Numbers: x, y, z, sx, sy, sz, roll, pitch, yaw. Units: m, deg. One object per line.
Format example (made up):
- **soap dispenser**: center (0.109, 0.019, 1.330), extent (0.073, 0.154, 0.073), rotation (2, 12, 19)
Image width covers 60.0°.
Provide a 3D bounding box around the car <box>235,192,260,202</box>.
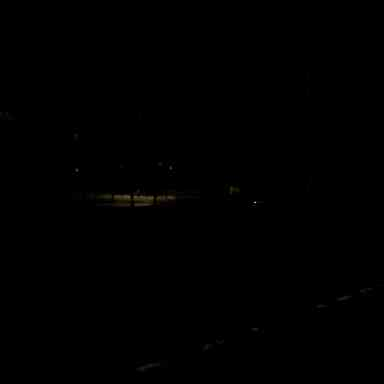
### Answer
- **car**: center (8.252, 0.730, 50.416), extent (1.812, 1.442, 4.674), rotation (0, 1, -36)
